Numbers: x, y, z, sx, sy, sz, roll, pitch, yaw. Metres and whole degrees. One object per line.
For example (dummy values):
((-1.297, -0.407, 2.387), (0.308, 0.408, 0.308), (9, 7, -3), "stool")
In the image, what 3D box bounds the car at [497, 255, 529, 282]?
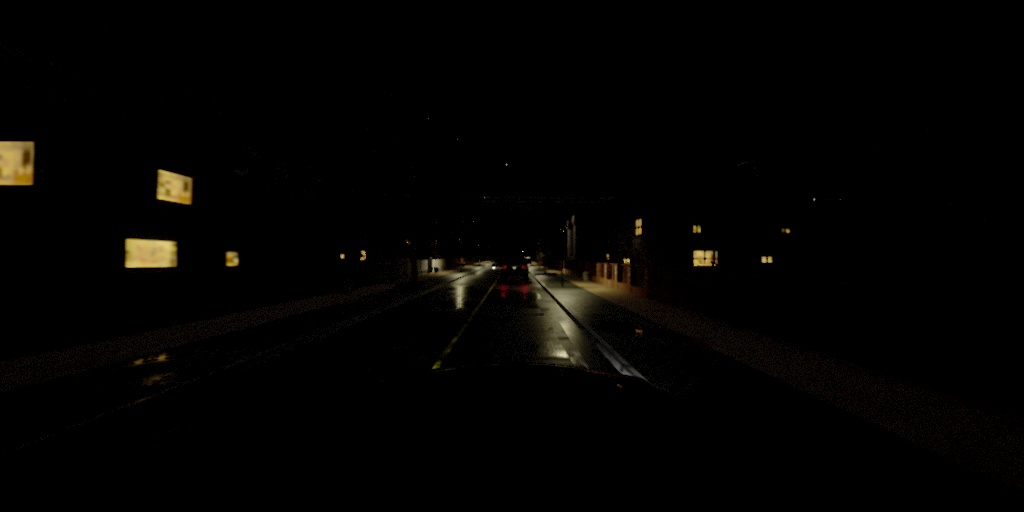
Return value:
((0.220, 0.969, 29.333), (2.150, 2.045, 5.566), (0, 0, 1), "car")

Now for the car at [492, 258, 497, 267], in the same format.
((-2.428, 1.056, 65.320), (2.097, 1.767, 4.553), (0, 0, 1), "car")
